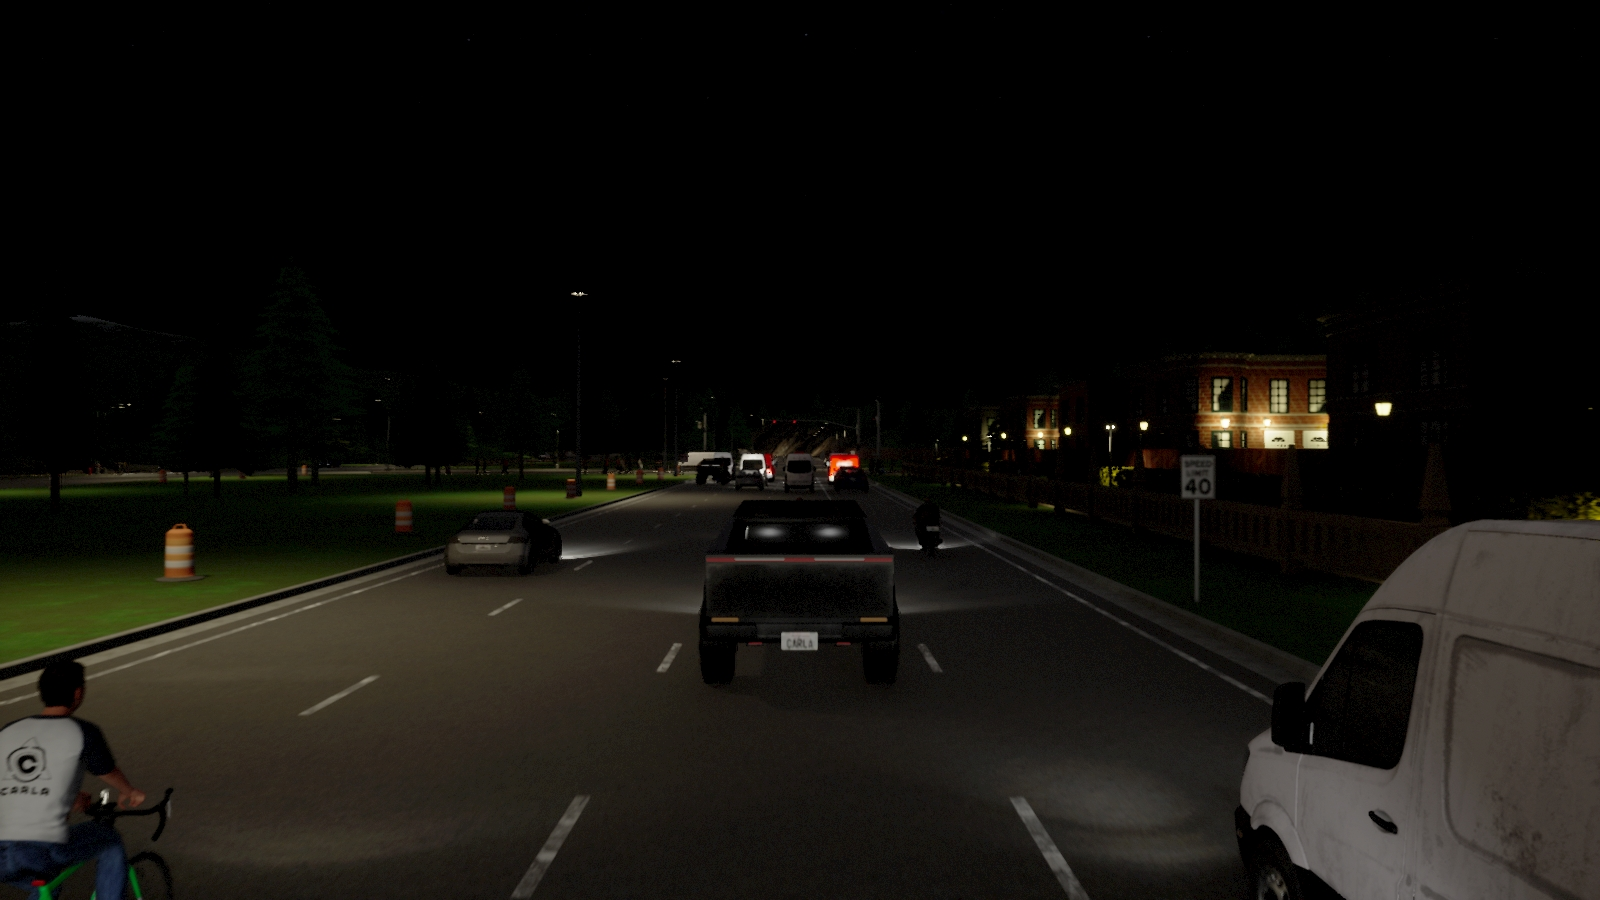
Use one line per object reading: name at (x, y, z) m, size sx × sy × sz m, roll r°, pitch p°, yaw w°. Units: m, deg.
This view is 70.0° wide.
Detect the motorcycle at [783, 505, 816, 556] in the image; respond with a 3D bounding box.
motorcycle at (-0.013, 2.207, 31.548) m, size 0.867 × 1.251 × 2.209 m, roll 0°, pitch 0°, yaw 0°

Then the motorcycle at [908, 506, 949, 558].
motorcycle at (3.487, 2.207, 31.094) m, size 0.867 × 1.251 × 2.209 m, roll 0°, pitch 0°, yaw 0°

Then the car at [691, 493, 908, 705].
car at (-0.006, 1.754, 15.696) m, size 2.390 × 2.098 × 6.274 m, roll 0°, pitch 0°, yaw 0°

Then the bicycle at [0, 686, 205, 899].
bicycle at (-3.501, 2.056, 5.535) m, size 0.373 × 1.496 × 1.643 m, roll 0°, pitch 0°, yaw 0°

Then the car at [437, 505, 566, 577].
car at (-7.011, 2.120, 27.305) m, size 1.994 × 1.385 × 4.181 m, roll 0°, pitch 0°, yaw 0°

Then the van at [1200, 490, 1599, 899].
van at (3.495, 1.535, 4.173) m, size 1.988 × 2.561 × 5.915 m, roll 0°, pitch 0°, yaw 0°
